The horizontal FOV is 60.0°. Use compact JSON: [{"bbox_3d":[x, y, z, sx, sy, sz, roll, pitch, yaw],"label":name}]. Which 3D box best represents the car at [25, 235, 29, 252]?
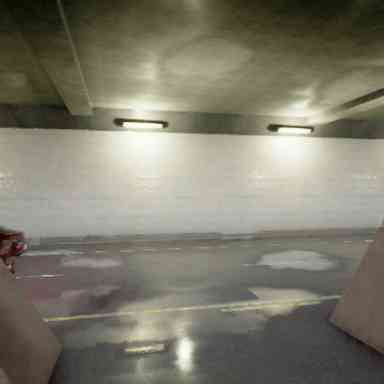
[{"bbox_3d":[-7.581,1.590,10.163,4.674,1.442,1.812,0,0,-12],"label":"car"}]

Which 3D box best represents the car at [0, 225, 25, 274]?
[{"bbox_3d":[-6.458,1.528,6.826,5.008,1.535,1.882,0,0,-12],"label":"car"}]
